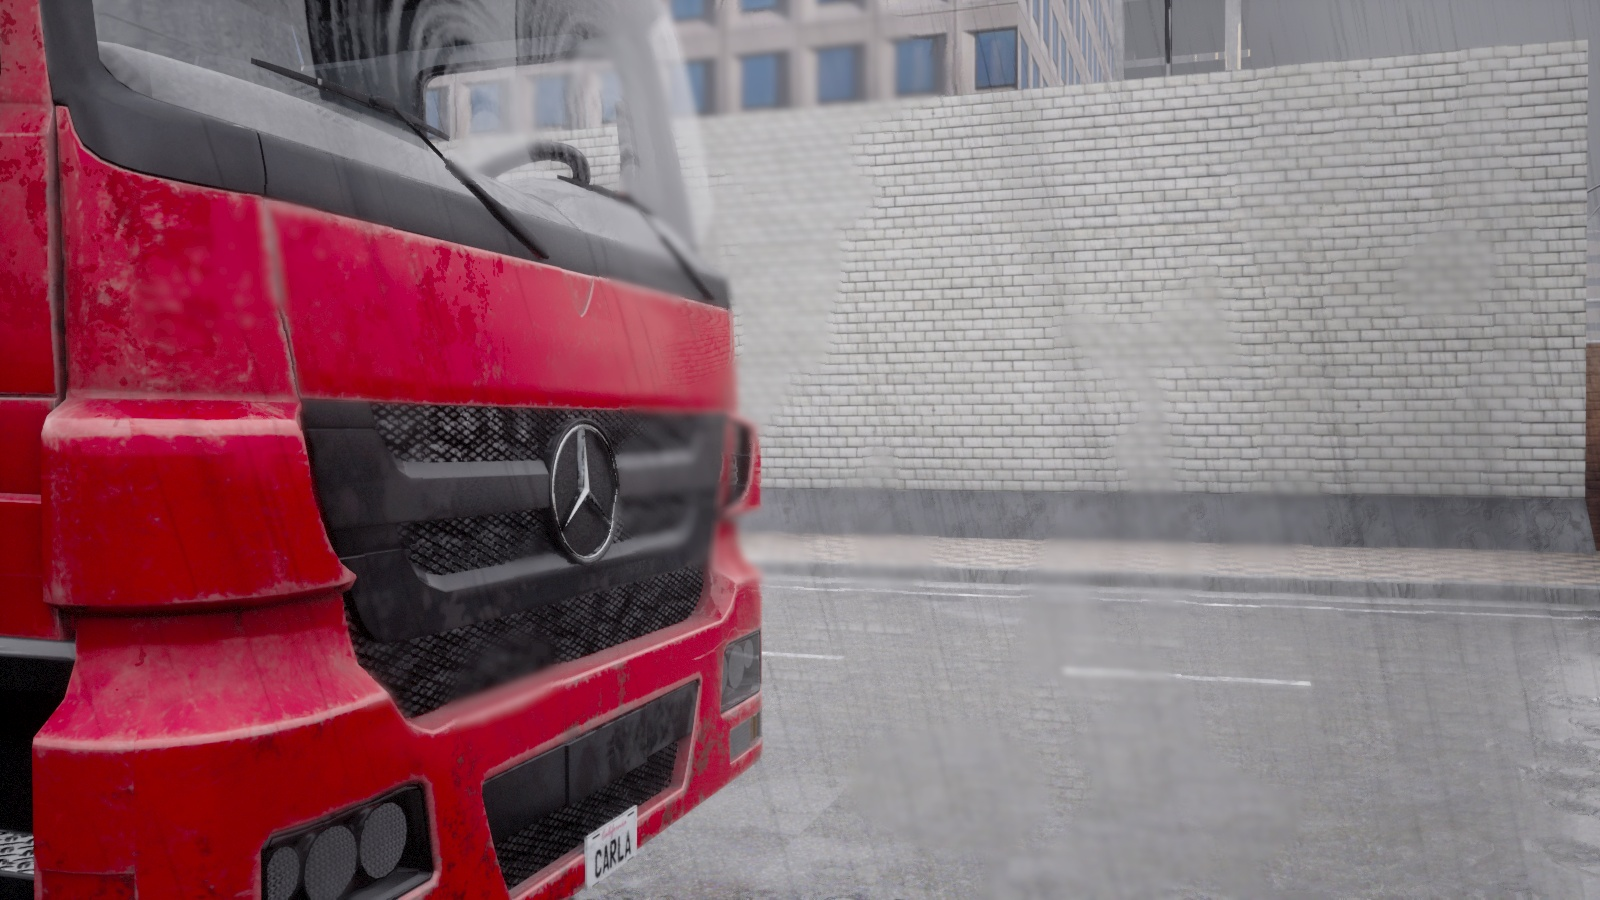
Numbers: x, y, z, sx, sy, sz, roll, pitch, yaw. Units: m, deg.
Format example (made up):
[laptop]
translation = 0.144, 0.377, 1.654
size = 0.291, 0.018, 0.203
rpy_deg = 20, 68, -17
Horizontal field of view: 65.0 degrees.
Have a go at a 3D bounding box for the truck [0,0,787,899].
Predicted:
[truck]
translation = -4.275, -0.245, 4.614
size = 7.936, 3.462, 2.891
rpy_deg = 1, 1, 19
